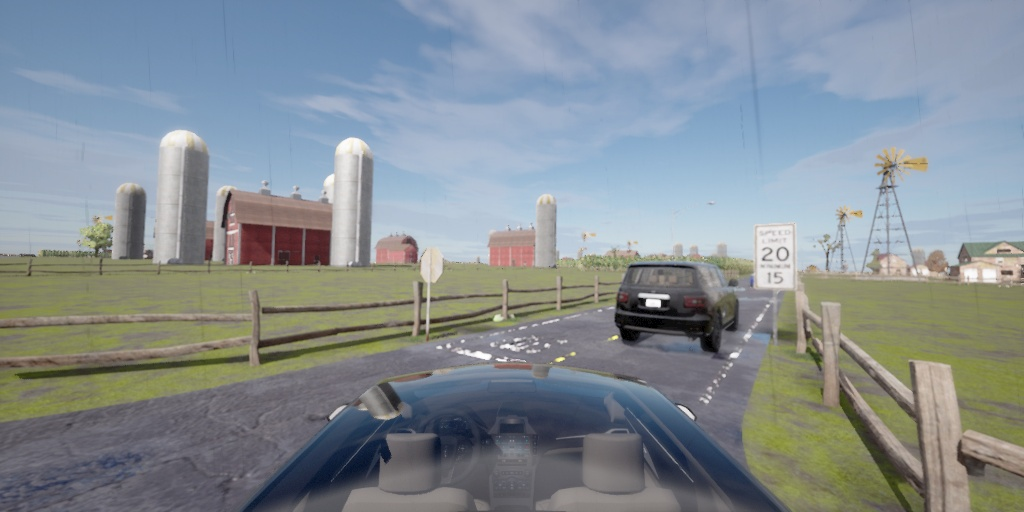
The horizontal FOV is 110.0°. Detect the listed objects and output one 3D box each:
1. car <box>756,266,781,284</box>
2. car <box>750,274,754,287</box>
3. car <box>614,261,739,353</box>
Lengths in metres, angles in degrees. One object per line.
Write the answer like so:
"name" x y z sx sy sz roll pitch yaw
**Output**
"car" 30.830 2.236 43.051 2.150 2.045 5.566 -1 -2 39
"car" 24.518 2.234 34.957 1.882 1.535 5.008 -1 -2 39
"car" 4.722 1.184 9.881 2.150 2.045 5.566 -1 -2 38
